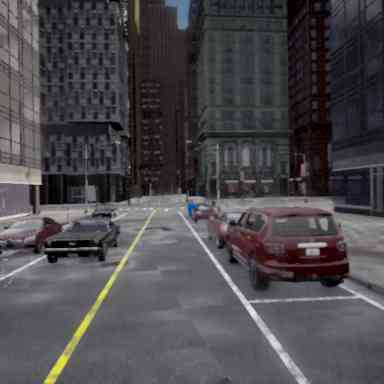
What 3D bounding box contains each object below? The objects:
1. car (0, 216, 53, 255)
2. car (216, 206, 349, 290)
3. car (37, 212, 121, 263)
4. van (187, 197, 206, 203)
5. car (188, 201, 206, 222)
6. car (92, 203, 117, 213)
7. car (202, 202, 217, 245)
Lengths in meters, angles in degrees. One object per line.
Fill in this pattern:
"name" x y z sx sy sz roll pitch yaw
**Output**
"car" -6.701 1.712 14.018 1.802 1.307 4.206 -1 0 -5
"car" 2.238 1.294 9.066 2.192 1.841 5.009 -1 0 -5
"car" -3.909 1.684 12.601 1.895 1.301 4.718 -1 0 -5
"van" 0.446 1.372 31.590 1.690 1.788 3.998 -1 0 -5
"car" 0.899 1.602 25.959 1.802 1.307 4.206 -1 0 -5
"car" -8.047 1.733 30.913 1.947 1.339 4.313 -1 0 -5
"car" 1.792 1.434 14.697 1.967 1.590 4.097 -1 0 -5
